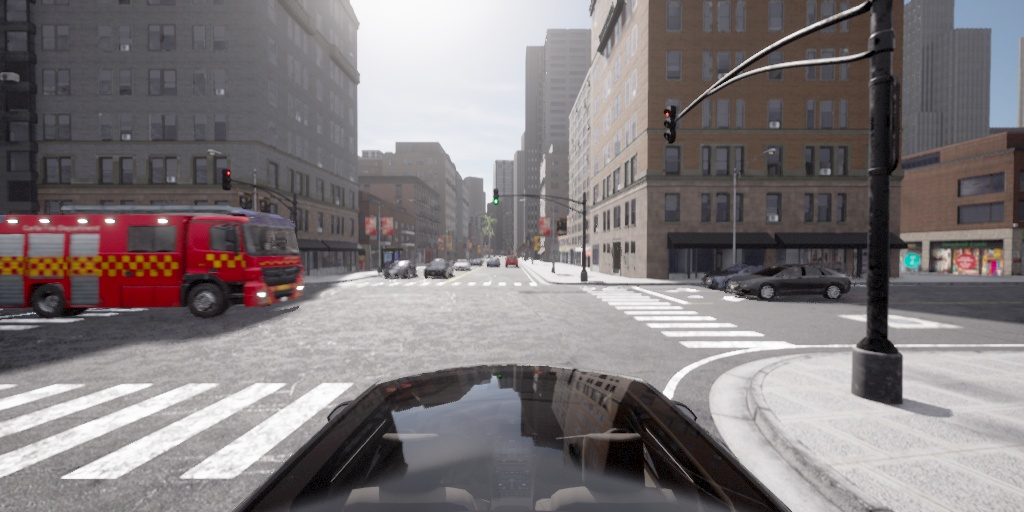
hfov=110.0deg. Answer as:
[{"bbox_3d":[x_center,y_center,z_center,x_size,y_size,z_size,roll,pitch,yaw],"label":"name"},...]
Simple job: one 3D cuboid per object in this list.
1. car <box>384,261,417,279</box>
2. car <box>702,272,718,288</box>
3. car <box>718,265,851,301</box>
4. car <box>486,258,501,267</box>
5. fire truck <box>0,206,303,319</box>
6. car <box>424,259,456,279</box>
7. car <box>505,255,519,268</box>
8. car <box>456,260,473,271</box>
[{"bbox_3d":[-9.865,1.192,32.058,2.128,1.511,4.902,0,0,0],"label":"car"},{"bbox_3d":[12.747,1.169,19.556,4.181,1.385,1.994,0,1,0],"label":"car"},{"bbox_3d":[12.449,1.157,16.306,4.892,1.490,1.837,-1,1,0],"label":"car"},{"bbox_3d":[-3.292,1.236,61.325,1.994,1.385,4.181,0,0,0],"label":"car"},{"bbox_3d":[-12.425,0.107,12.824,8.468,3.827,2.891,0,1,0],"label":"fire truck"},{"bbox_3d":[-6.617,1.181,32.528,1.882,1.535,5.008,0,0,0],"label":"car"},{"bbox_3d":[-0.041,0.897,60.974,2.150,2.045,5.566,0,0,0],"label":"car"},{"bbox_3d":[-6.614,1.210,47.528,1.812,1.442,4.674,0,1,-2],"label":"car"}]
